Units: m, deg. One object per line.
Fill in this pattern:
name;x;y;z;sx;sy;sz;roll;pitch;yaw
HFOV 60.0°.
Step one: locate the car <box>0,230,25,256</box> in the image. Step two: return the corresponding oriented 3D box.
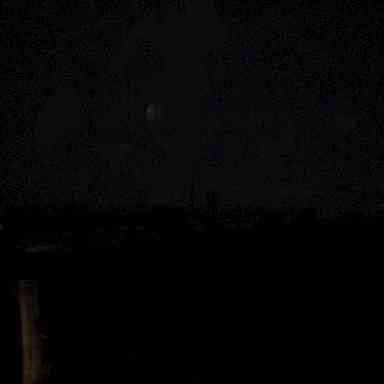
car;-8.047;1.779;11.857;1.812;1.442;4.674;2;0;8
